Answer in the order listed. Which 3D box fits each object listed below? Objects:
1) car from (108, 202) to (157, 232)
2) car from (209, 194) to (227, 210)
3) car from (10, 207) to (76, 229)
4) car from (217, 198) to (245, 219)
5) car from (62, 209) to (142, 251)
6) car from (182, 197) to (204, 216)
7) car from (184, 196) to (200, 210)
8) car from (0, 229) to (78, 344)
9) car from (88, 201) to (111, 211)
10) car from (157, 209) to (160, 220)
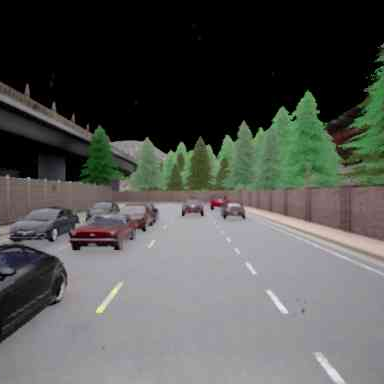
[{"bbox_3d":[-3.515,1.503,20.631,1.882,1.535,5.008,0,0,0],"label":"car"},{"bbox_3d":[3.500,1.272,43.648,2.150,2.045,5.566,0,0,0],"label":"car"},{"bbox_3d":[-7.105,1.527,16.560,1.837,1.490,4.892,0,0,0],"label":"car"},{"bbox_3d":[3.545,1.558,29.261,1.812,1.442,4.674,0,0,0],"label":"car"},{"bbox_3d":[-3.606,1.619,14.290,1.895,1.301,4.718,0,0,0],"label":"car"},{"bbox_3d":[0.076,1.390,32.778,2.097,1.767,4.553,0,0,0],"label":"car"},{"bbox_3d":[-0.046,1.403,45.385,2.097,1.767,4.553,0,0,-3],"label":"car"},{"bbox_3d":[-3.602,1.572,5.335,1.994,1.385,4.181,0,0,0],"label":"car"},{"bbox_3d":[-7.070,1.538,26.967,1.837,1.490,4.892,0,0,0],"label":"car"},{"bbox_3d":[-3.580,1.594,25.416,1.994,1.385,4.181,0,0,0],"label":"car"}]
